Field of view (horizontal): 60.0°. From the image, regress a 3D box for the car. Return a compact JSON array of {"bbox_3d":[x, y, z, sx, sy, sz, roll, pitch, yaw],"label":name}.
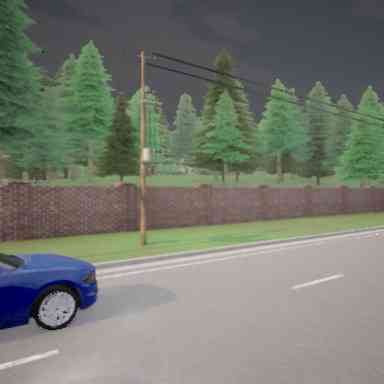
[{"bbox_3d":[-4.018,1.479,5.181,5.008,1.535,1.882,0,0,-35],"label":"car"}]
